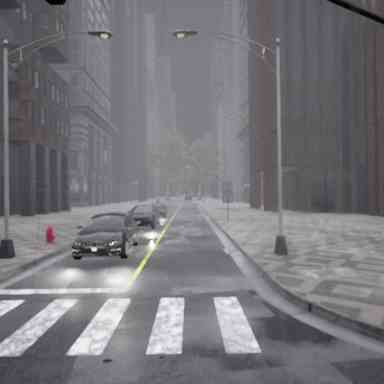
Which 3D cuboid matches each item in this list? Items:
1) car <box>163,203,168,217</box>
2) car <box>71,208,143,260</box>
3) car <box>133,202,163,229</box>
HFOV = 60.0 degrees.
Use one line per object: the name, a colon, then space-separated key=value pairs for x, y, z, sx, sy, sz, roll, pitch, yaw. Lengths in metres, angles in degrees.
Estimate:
car: x=-3.449 y=1.760 z=33.543 sx=2.033 sy=1.411 sz=5.357 roll=-1 pitch=0 yaw=-1
car: x=-3.239 y=1.611 z=13.126 sx=1.837 sy=1.490 sz=4.892 roll=-1 pitch=0 yaw=-2
car: x=-3.343 y=1.638 z=23.213 sx=1.882 sy=1.535 sz=5.008 roll=-1 pitch=0 yaw=-1
